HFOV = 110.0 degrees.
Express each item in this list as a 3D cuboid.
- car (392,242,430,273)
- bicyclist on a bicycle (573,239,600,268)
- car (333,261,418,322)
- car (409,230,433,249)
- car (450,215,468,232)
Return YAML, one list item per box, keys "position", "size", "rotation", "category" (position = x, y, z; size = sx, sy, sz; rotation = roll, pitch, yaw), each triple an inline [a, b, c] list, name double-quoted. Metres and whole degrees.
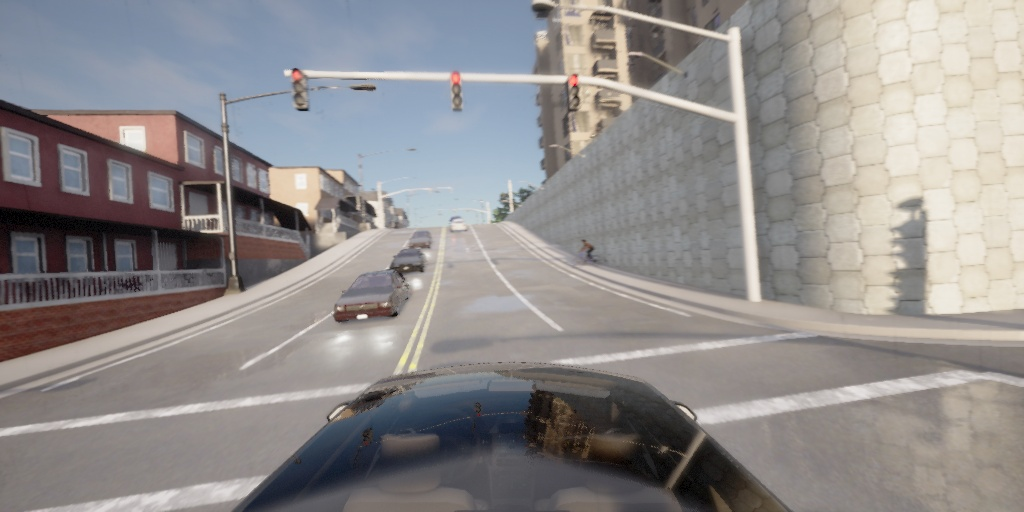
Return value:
- position: [-6.644, 0.253, 23.255]
  size: [1.994, 1.385, 4.181]
  rotation: [-4, 9, -9]
  category: "car"
- position: [4.241, -0.157, 20.379]
  size: [1.656, 1.620, 0.582]
  rotation: [-4, 6, -9]
  category: "bicyclist on a bicycle"
- position: [-5.011, 1.292, 13.521]
  size: [2.033, 1.411, 5.357]
  rotation: [-4, 4, -9]
  category: "car"
- position: [-8.363, -1.589, 33.202]
  size: [2.033, 1.411, 5.357]
  rotation: [-4, 12, -9]
  category: "car"
- position: [-6.446, -3.774, 43.315]
  size: [1.812, 1.442, 4.674]
  rotation: [-4, 12, -9]
  category: "car"
